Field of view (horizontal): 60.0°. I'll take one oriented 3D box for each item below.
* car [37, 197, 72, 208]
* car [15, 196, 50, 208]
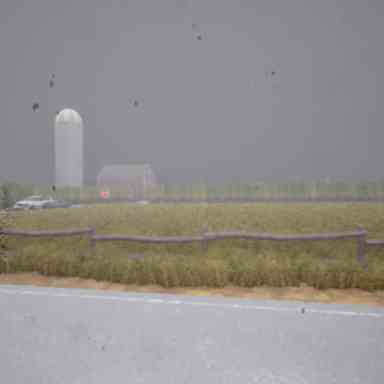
[{"bbox_3d":[-17.968,1.793,44.717,1.837,1.490,4.892,-1,0,14],"label":"car"},{"bbox_3d":[-21.146,1.566,44.817,2.150,2.045,5.566,-1,0,14],"label":"car"}]
